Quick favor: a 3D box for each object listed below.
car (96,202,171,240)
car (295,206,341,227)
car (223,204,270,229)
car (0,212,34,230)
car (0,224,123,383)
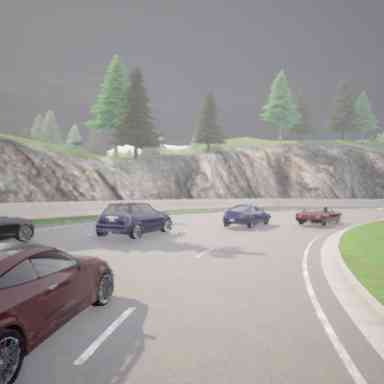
[{"bbox_3d":[-2.836,1.297,17.067,2.097,1.767,4.553,1,0,22],"label":"car"},{"bbox_3d":[9.107,1.670,23.705,1.895,1.301,4.718,1,0,38],"label":"car"},{"bbox_3d":[3.622,1.536,21.920,1.812,1.442,4.674,0,0,32],"label":"car"},{"bbox_3d":[-8.344,1.381,12.947,2.128,1.511,4.902,1,0,16],"label":"car"},{"bbox_3d":[-2.768,1.488,5.051,1.812,1.442,4.674,0,0,8],"label":"car"}]
